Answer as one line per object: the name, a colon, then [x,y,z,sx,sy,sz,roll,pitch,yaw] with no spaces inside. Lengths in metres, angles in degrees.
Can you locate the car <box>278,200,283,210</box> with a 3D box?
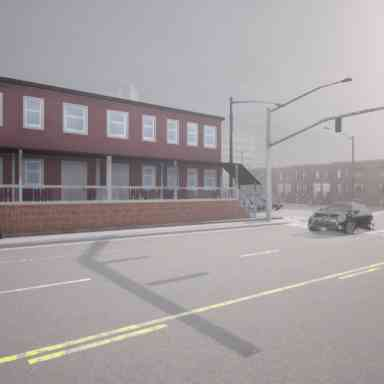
car: [8.480,1.184,40.609,2.150,2.045,5.566,0,0,-36]

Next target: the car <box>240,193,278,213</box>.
car: [6.753,1.317,37.008,2.097,1.767,4.553,0,0,-36]

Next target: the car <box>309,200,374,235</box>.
car: [8.513,1.348,18.849,4.553,1.767,2.097,0,0,-42]

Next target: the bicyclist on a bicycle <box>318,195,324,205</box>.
bicyclist on a bicycle: [20.340,1.278,52.365,1.656,1.620,0.582,0,0,-36]
